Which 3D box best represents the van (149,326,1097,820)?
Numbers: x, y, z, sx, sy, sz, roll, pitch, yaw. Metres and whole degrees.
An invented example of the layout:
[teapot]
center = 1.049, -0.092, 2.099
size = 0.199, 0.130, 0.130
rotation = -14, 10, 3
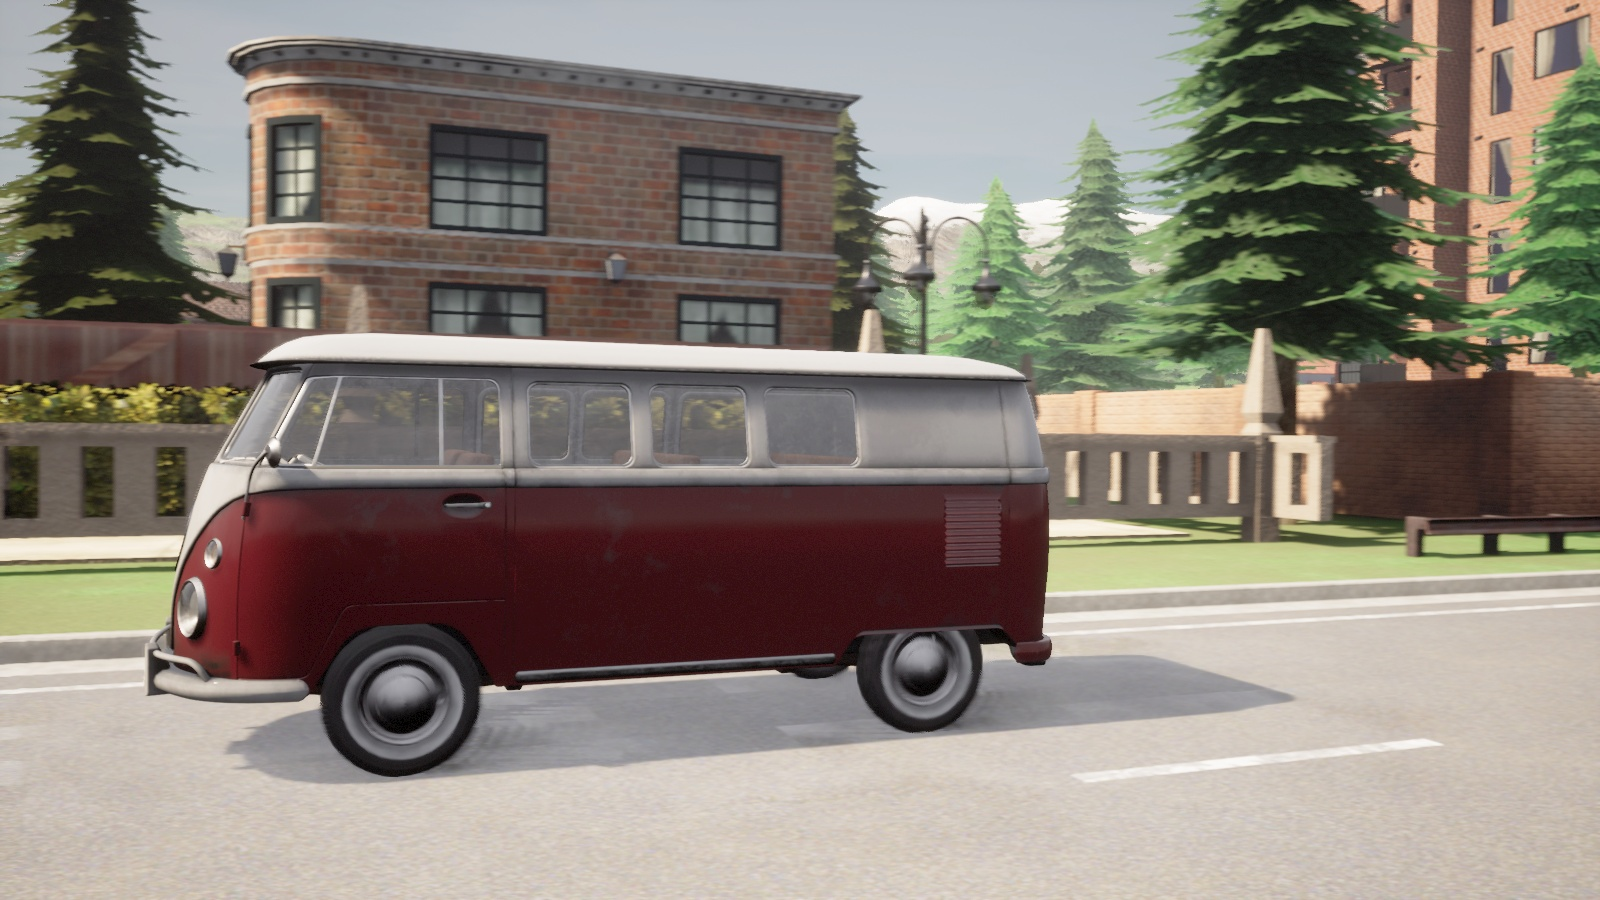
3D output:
[van]
center = -0.834, 0.451, 6.663
size = 4.442, 1.987, 1.775
rotation = -1, 1, -21
